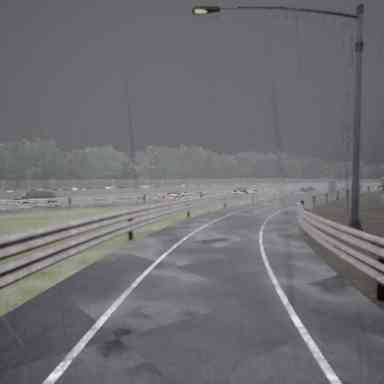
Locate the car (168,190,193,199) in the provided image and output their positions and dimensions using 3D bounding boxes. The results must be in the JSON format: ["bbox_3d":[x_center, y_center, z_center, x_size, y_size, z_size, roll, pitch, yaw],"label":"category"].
[{"bbox_3d":[-1.739,0.423,56.453,4.902,1.511,2.128,-3,4,-39],"label":"car"}]

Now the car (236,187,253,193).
[{"bbox_3d":[10.701,-0.260,66.465,4.553,1.767,2.097,-3,4,-39],"label":"car"}]

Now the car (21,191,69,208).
[{"bbox_3d":[-18.813,0.834,42.685,5.566,2.045,2.150,-2,3,-39],"label":"car"}]

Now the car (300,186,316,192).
[{"bbox_3d":[28.034,-0.776,80.435,4.674,1.442,1.812,-2,3,-39],"label":"car"}]
